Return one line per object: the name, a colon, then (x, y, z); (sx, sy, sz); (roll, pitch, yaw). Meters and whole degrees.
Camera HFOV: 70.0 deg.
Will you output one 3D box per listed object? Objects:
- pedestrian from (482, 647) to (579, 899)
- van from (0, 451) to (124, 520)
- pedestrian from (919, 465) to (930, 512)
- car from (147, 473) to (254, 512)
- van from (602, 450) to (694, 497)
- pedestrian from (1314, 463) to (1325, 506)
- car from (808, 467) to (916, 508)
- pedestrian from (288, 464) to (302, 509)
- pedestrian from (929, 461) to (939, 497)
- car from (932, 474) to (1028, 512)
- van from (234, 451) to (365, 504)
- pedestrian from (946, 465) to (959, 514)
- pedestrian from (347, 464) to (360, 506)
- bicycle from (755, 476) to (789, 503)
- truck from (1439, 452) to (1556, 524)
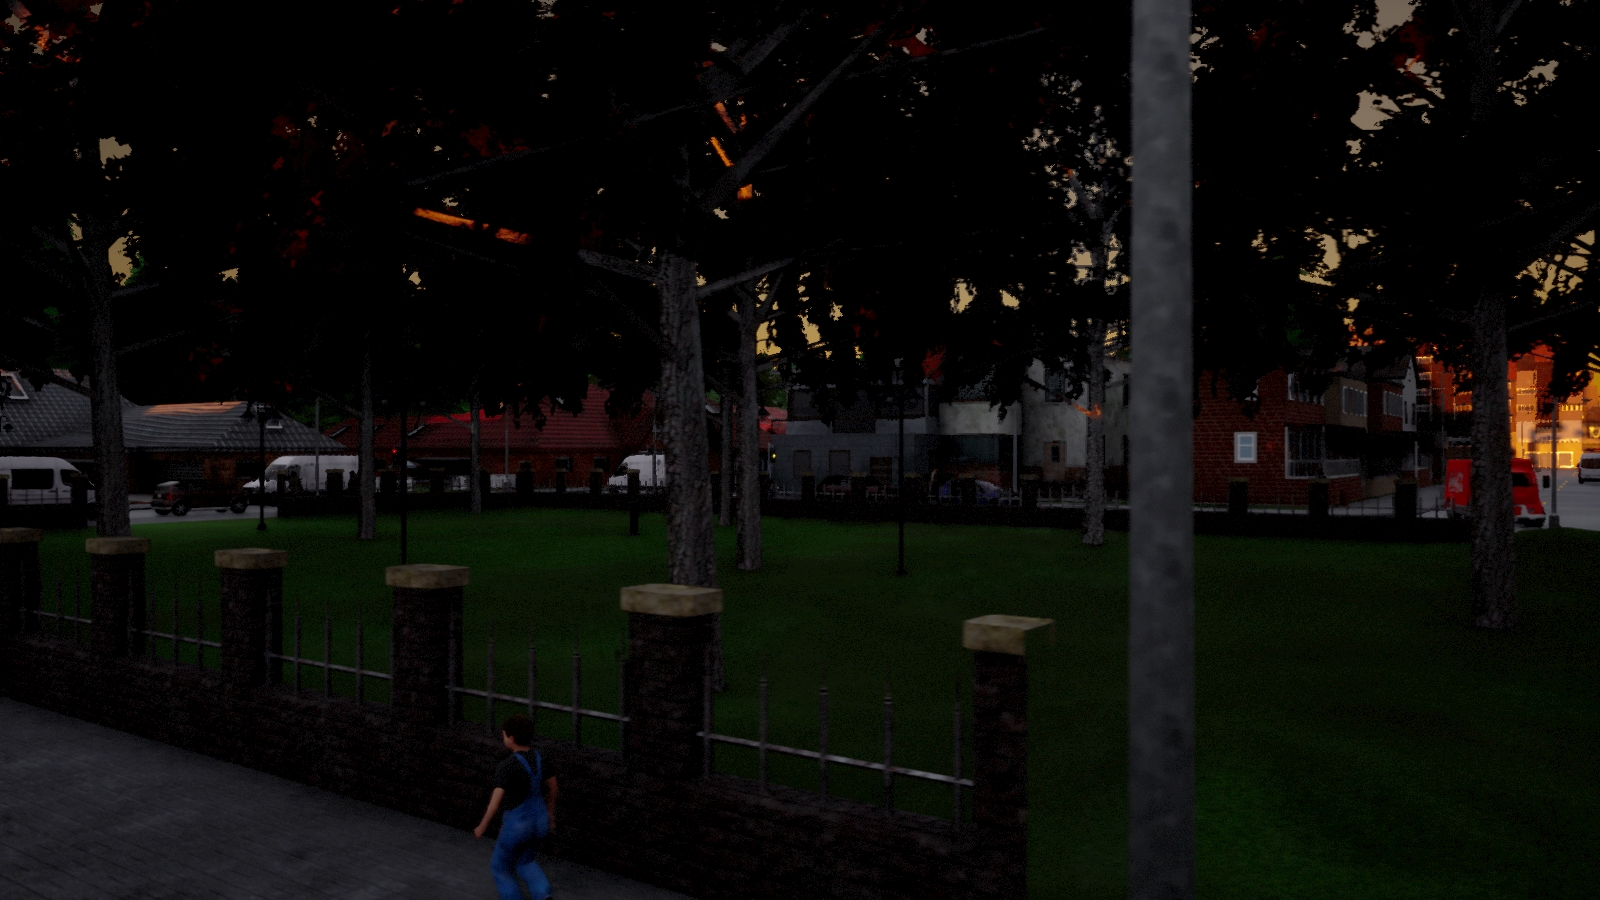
pedestrian: (-1.513, 1.805, 6.423); (0.375, 1.300, 0.375); (0, 0, 35)
van: (-29.785, 1.314, 44.265); (1.988, 2.561, 5.915); (0, 0, 36)
pedestrian: (4.929, 1.525, 45.169); (0.375, 1.860, 0.375); (0, 0, 19)
car: (-25.986, 1.806, 49.585); (1.789, 1.549, 3.705); (0, 0, 35)
van: (-8.898, 1.314, 66.332); (5.915, 2.561, 1.988); (0, 1, 43)
pedestrian: (22.959, 1.516, 50.487); (0.375, 1.860, 0.375); (0, 0, 43)
car: (2.839, 1.686, 52.725); (4.553, 1.767, 2.097); (0, 0, 35)
pedestrian: (-21.222, 1.525, 48.031); (0.375, 1.860, 0.375); (0, 0, 25)
pedestrian: (7.061, 1.524, 60.201); (0.375, 1.860, 0.375); (0, 0, 31)
car: (7.784, 1.818, 49.474); (3.633, 1.501, 1.845); (0, 0, 36)
van: (-25.221, 1.314, 57.859); (1.988, 2.561, 5.915); (0, 0, 35)
pedestrian: (5.900, 1.524, 44.146); (0.375, 1.860, 0.375); (0, 0, 37)
pedestrian: (-19.530, 1.525, 49.930); (0.375, 1.860, 0.375); (0, 0, 34)
bicycle: (-1.376, 1.940, 55.750); (1.835, 1.271, 0.329); (0, 0, 35)
truck: (25.877, 1.343, 42.628); (2.627, 2.467, 5.204); (-1, 0, 18)
